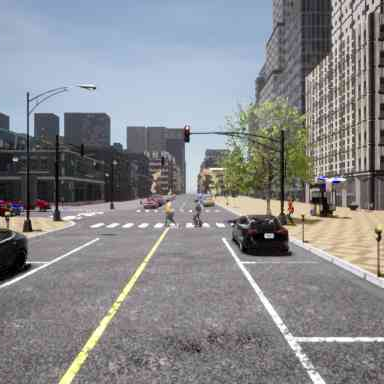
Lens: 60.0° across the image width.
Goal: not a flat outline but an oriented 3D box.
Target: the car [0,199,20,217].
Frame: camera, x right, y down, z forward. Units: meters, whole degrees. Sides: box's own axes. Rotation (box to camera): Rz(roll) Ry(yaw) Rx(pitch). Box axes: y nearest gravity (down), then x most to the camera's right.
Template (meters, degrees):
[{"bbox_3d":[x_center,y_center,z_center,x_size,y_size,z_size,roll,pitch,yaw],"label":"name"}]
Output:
[{"bbox_3d":[-17.139,1.101,26.800,5.009,1.841,2.192,1,-1,-1],"label":"car"}]

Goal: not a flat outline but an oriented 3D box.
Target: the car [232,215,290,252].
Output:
[{"bbox_3d":[2.698,1.567,13.690,1.947,1.339,4.313,0,0,0],"label":"car"}]

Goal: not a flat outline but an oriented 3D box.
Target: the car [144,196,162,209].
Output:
[{"bbox_3d":[-5.672,1.585,46.168,1.802,1.307,4.206,0,0,0],"label":"car"}]

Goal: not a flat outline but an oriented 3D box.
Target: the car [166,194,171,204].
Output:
[{"bbox_3d":[-5.666,1.555,62.822,2.008,1.369,4.403,0,0,0],"label":"car"}]

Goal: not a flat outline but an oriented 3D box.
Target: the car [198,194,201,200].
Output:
[{"bbox_3d":[2.716,1.556,68.372,2.008,1.369,4.403,0,0,0],"label":"car"}]

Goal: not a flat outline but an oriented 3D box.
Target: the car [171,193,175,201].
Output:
[{"bbox_3d":[-5.661,1.532,79.304,1.752,1.417,4.829,0,0,0],"label":"car"}]

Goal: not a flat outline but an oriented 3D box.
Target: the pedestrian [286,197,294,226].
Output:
[{"bbox_3d":[6.103,1.143,20.648,0.375,1.860,0.375,0,0,0],"label":"pedestrian"}]

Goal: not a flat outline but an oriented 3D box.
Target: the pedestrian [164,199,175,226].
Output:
[{"bbox_3d":[-1.465,1.295,21.860,0.375,1.860,0.375,0,0,0],"label":"pedestrian"}]

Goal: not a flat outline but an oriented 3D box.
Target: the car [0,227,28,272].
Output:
[{"bbox_3d":[-5.684,1.566,8.153,1.947,1.339,4.313,0,0,0],"label":"car"}]

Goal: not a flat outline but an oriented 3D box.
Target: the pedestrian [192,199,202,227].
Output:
[{"bbox_3d":[0.311,1.295,21.345,0.375,1.860,0.375,0,0,0],"label":"pedestrian"}]

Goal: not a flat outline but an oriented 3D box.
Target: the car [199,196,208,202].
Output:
[{"bbox_3d":[2.720,1.573,79.474,1.947,1.339,4.313,0,0,0],"label":"car"}]

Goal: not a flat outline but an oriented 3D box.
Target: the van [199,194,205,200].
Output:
[{"bbox_3d":[2.725,1.349,90.576,1.690,1.788,3.998,0,0,0],"label":"van"}]

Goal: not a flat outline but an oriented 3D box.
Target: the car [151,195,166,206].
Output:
[{"bbox_3d":[-5.669,1.318,51.719,2.192,1.841,5.009,0,0,0],"label":"car"}]

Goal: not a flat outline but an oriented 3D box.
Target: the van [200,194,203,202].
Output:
[{"bbox_3d":[2.714,1.345,57.270,1.690,1.788,3.998,0,0,0],"label":"van"}]

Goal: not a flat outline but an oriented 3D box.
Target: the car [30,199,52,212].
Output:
[{"bbox_3d":[-17.257,1.372,35.175,4.507,1.381,1.887,1,-1,-1],"label":"car"}]

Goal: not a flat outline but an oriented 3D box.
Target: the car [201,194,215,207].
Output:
[{"bbox_3d":[2.711,1.529,51.889,1.752,1.417,4.829,0,0,0],"label":"car"}]

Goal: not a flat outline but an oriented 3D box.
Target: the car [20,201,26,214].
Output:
[{"bbox_3d":[-17.363,1.322,29.371,4.674,1.442,1.812,1,0,-2],"label":"car"}]
